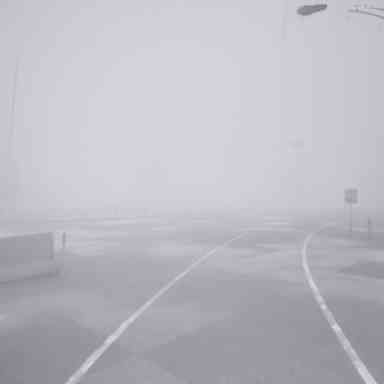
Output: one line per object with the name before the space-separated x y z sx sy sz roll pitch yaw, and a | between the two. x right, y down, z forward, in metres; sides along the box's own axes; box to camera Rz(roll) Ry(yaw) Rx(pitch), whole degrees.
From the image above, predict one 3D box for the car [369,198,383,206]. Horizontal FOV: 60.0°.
car | 41.746 2.241 74.971 4.553 1.767 2.097 1 -1 -44
